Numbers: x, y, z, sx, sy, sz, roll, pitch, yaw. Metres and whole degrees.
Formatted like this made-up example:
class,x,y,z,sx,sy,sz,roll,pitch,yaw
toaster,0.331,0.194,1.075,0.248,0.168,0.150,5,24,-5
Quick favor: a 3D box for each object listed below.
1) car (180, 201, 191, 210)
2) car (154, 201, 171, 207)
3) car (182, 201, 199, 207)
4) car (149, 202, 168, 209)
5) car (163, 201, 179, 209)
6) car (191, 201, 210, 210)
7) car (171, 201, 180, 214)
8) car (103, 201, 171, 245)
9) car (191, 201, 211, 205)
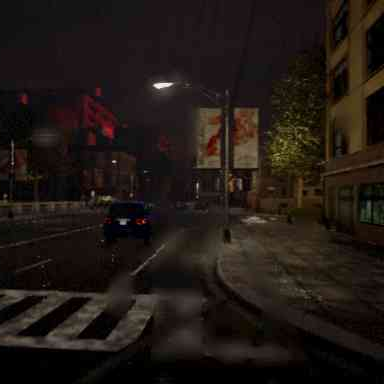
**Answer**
class,x,y,z,sx,sy,sz,roll,pitch,yaw
car,-2.057,2.740,63.633,2.033,1.411,5.357,1,-1,8
car,-7.250,2.993,81.846,2.002,1.452,4.674,0,-1,25
car,-0.382,3.149,87.677,1.882,1.535,5.008,0,-1,32
car,-7.347,2.849,73.274,2.033,1.411,5.357,0,-1,18
car,-4.402,2.778,70.829,1.882,1.535,5.008,0,-1,15
car,1.762,2.823,65.393,2.033,1.411,5.357,1,-1,10
car,-3.560,2.439,48.847,2.033,1.411,5.357,1,-1,5
car,-2.803,1.525,17.434,2.150,2.045,5.566,1,-1,6
car,2.293,3.141,85.404,1.882,1.535,5.008,0,-1,32
